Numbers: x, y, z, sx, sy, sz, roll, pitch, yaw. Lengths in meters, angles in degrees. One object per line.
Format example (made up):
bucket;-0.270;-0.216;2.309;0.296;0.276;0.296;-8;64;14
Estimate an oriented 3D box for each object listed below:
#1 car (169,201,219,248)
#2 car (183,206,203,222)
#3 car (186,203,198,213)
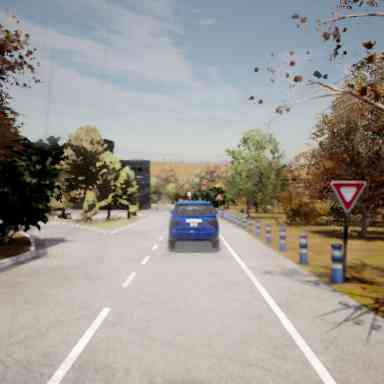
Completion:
car;0.083;1.422;16.004;2.150;2.045;5.566;0;0;0
car;0.079;2.142;33.118;1.837;1.490;4.892;0;-2;0
car;-0.023;2.850;60.465;2.097;1.767;4.553;0;-2;0
